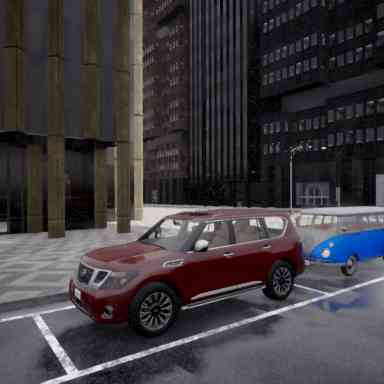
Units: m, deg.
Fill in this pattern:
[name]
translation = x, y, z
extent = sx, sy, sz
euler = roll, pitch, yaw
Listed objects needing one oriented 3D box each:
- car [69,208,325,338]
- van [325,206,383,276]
[car]
translation = 0.208, 1.315, 6.809
extent = 5.009, 1.841, 2.192
euler = 0, 0, -36
[van]
translation = 4.704, 1.341, 10.020
extent = 3.998, 1.788, 1.690
euler = 0, 0, -36
